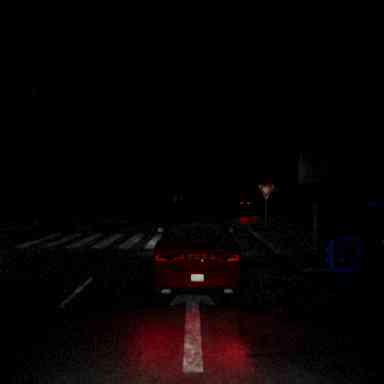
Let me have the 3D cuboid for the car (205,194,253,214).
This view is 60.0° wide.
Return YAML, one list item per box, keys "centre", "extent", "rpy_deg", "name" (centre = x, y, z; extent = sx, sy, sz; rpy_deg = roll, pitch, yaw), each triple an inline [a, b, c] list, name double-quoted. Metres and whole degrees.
- centre: [3.795, 1.220, 34.981]
  extent: [2.150, 2.045, 5.566]
  rpy_deg: [1, -1, -40]
  name: "car"

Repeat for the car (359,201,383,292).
- centre: [6.026, 1.160, 6.625]
  extent: [5.566, 2.045, 2.435]
  rpy_deg: [1, 0, -20]
  name: "car"

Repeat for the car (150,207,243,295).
- centre: [0.099, 1.380, 8.538]
  extent: [1.882, 1.535, 5.008]
  rpy_deg: [0, 1, 0]
  name: "car"
